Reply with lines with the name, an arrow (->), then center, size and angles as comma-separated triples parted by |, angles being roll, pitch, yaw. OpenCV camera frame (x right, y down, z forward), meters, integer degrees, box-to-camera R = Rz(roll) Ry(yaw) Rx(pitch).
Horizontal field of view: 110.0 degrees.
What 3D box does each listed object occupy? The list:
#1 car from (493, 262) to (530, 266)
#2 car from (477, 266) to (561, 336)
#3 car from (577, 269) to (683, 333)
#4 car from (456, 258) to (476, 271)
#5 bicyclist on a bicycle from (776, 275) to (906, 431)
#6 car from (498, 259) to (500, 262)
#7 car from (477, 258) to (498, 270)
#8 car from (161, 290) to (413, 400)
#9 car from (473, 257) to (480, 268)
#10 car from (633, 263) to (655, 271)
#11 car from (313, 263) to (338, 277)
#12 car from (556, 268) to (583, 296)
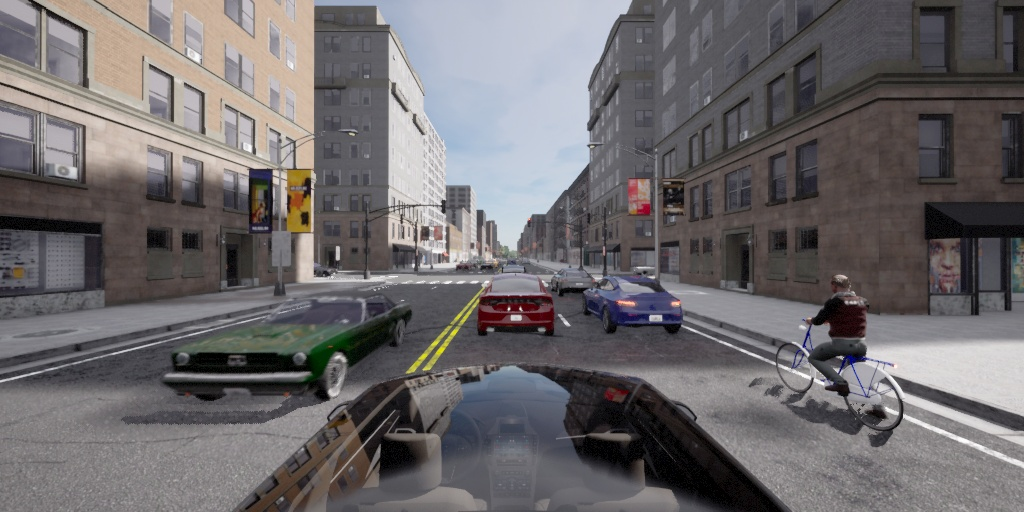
car -> 0.083, 1.258, 19.956 | 1.837, 1.490, 4.892 | 0, 0, 0
car -> 0.093, 1.229, 10.472 | 1.882, 1.535, 5.008 | 0, 0, 0
car -> 3.337, 1.277, 10.612 | 1.812, 1.442, 4.674 | 0, 0, 0
car -> -6.654, 1.367, 50.385 | 1.895, 1.301, 4.718 | 0, 0, 0
bicyclist on a bicycle -> 4.143, 1.121, 4.721 | 0.659, 1.776, 1.843 | 0, 0, 0
car -> -3.392, 1.246, 59.829 | 1.882, 1.535, 5.008 | 0, 0, 0
car -> -3.393, 1.367, 50.437 | 1.895, 1.301, 4.718 | 0, 0, 0
car -> -3.357, 1.351, 6.576 | 1.895, 1.301, 4.718 | 0, 0, 0
car -> -6.645, 1.273, 59.487 | 1.837, 1.490, 4.892 | 0, 0, 0
car -> 15.015, 1.410, 37.195 | 4.718, 1.301, 1.895 | 0, 0, 1
car -> -19.674, 1.281, 34.340 | 5.357, 1.411, 2.033 | 0, 0, 0
car -> 3.233, 1.317, 19.211 | 1.994, 1.385, 4.181 | 0, 0, 0
